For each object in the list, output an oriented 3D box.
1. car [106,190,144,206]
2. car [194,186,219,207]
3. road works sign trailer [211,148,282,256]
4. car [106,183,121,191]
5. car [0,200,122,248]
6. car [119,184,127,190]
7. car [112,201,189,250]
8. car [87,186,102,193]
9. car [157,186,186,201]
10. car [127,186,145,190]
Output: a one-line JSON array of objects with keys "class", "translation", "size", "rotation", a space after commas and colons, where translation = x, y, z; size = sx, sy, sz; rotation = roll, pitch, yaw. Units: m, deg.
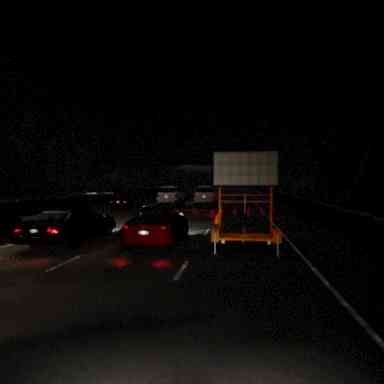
[{"class": "car", "translation": [-5.971, 0.834, 30.851], "size": [2.033, 1.411, 5.357], "rotation": [0, 2, 8]}, {"class": "car", "translation": [1.498, 0.409, 33.771], "size": [2.150, 2.045, 5.566], "rotation": [0, 2, 8]}, {"class": "road works sign trailer", "translation": [1.923, 0.219, 12.030], "size": [2.380, 3.560, 2.880], "rotation": [0, 1, 8]}, {"class": "car", "translation": [-17.608, -0.985, 75.302], "size": [2.150, 2.045, 5.566], "rotation": [0, 2, 8]}, {"class": "car", "translation": [-4.842, 1.277, 13.416], "size": [2.033, 1.411, 5.357], "rotation": [0, 1, 8]}, {"class": "car", "translation": [-14.136, -0.679, 74.865], "size": [1.812, 1.442, 4.674], "rotation": [0, 2, 8]}, {"class": "car", "translation": [-1.344, 1.296, 13.157], "size": [1.994, 1.385, 4.181], "rotation": [0, 1, 8]}, {"class": "car", "translation": [-21.431, -0.561, 73.208], "size": [1.994, 1.385, 4.181], "rotation": [0, 2, 8]}, {"class": "car", "translation": [-2.034, 0.416, 33.778], "size": [2.150, 2.045, 5.566], "rotation": [0, 2, 8]}, {"class": "car", "translation": [-11.278, -0.504, 69.968], "size": [2.128, 1.511, 4.902], "rotation": [0, 2, 8]}]
